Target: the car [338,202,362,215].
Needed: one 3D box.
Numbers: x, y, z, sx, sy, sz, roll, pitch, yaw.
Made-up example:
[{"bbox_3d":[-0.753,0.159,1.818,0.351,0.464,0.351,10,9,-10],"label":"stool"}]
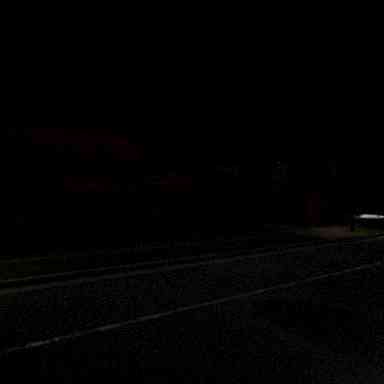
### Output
[{"bbox_3d":[16.305,1.766,36.508,1.994,1.385,4.181,1,0,-35],"label":"car"}]
